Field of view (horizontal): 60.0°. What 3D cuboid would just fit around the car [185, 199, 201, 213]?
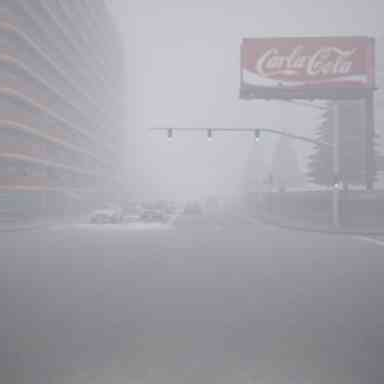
[{"bbox_3d":[0.104,1.893,41.680,1.994,1.385,4.181,0,0,0],"label":"car"}]

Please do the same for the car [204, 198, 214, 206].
[{"bbox_3d":[3.506,2.027,68.613,1.812,1.442,4.674,0,0,0],"label":"car"}]

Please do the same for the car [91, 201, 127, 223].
[{"bbox_3d":[-7.087,1.749,28.245,1.812,1.442,4.674,0,0,0],"label":"car"}]

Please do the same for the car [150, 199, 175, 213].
[{"bbox_3d":[-3.565,1.676,40.992,2.097,1.767,4.553,0,0,0],"label":"car"}]

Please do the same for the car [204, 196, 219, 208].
[{"bbox_3d":[3.505,1.687,58.983,2.150,2.045,5.566,0,0,0],"label":"car"}]

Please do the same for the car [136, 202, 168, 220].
[{"bbox_3d":[-3.580,1.844,30.790,1.895,1.301,4.718,0,0,0],"label":"car"}]

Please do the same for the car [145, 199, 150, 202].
[{"bbox_3d":[-7.024,1.909,54.691,1.882,1.535,5.008,0,-1,1],"label":"car"}]

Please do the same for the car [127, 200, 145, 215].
[{"bbox_3d":[-7.078,1.809,38.657,1.837,1.490,4.892,0,0,0],"label":"car"}]
